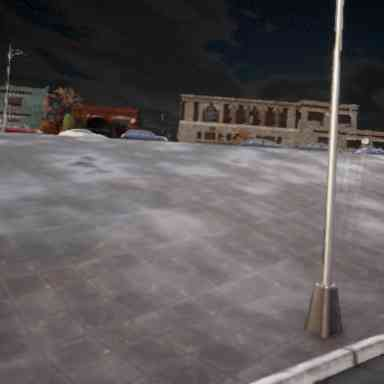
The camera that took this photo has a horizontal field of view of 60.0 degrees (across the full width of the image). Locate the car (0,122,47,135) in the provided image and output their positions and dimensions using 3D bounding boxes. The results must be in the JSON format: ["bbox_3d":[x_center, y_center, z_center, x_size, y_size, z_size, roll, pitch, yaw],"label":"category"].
[{"bbox_3d":[-15.346,-5.382,29.963,4.553,1.767,2.185,3,-1,-4],"label":"car"}]

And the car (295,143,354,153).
[{"bbox_3d":[12.187,-3.873,31.748,4.892,1.521,2.231,3,-1,-4],"label":"car"}]

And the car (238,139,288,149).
[{"bbox_3d":[6.686,-4.160,31.385,4.892,1.521,2.231,3,-1,-4],"label":"car"}]

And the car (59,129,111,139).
[{"bbox_3d":[-9.696,-4.936,30.326,4.674,1.452,2.002,3,-1,-4],"label":"car"}]

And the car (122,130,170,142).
[{"bbox_3d":[-4.213,-4.830,30.683,4.553,1.767,2.185,3,-1,-4],"label":"car"}]

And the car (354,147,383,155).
[{"bbox_3d":[17.704,-3.525,32.217,4.674,1.452,2.002,3,-1,-5],"label":"car"}]
